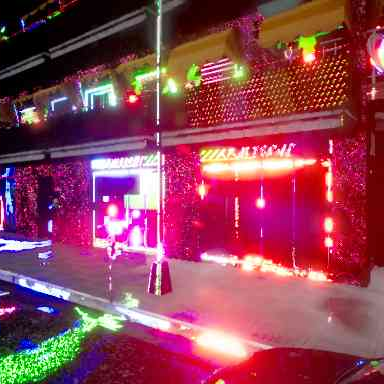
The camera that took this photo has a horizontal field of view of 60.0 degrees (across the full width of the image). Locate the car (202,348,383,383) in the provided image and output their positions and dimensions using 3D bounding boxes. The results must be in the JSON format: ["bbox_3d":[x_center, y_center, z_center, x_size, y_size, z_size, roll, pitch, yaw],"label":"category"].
[{"bbox_3d":[1.878,1.551,1.532,4.403,1.369,2.008,0,0,36],"label":"car"}]
